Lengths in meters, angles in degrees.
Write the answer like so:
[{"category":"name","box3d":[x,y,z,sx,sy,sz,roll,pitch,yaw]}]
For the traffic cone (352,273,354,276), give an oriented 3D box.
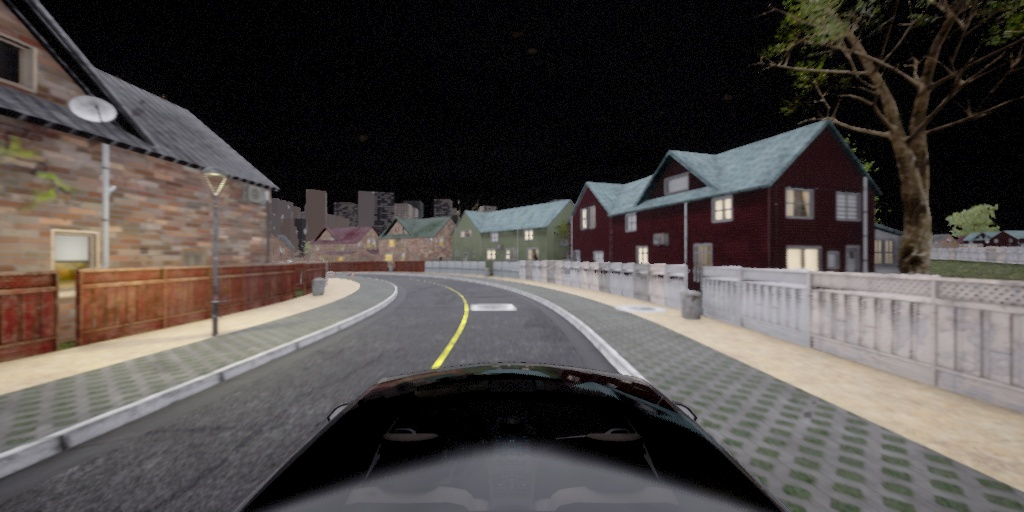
[{"category":"traffic cone","box3d":[-17.224,2.001,38.854,0.340,0.580,0.340,0,0,43]}]
